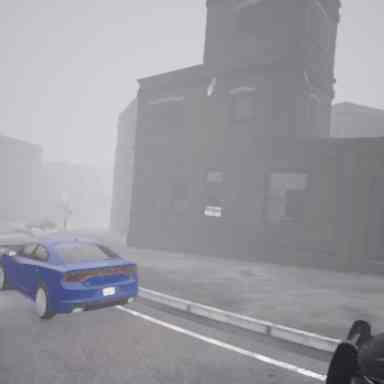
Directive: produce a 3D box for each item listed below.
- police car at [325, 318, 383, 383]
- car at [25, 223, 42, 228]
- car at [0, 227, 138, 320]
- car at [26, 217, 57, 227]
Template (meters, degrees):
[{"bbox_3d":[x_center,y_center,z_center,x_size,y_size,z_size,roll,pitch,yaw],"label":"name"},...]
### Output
[{"bbox_3d":[3.701,1.597,2.172,5.238,1.638,1.930,-1,-3,36],"label":"police car"},{"bbox_3d":[-6.938,2.110,12.731,1.812,1.442,4.674,4,-5,-36],"label":"car"},{"bbox_3d":[-3.315,1.875,8.359,1.882,1.535,5.008,4,-5,-43],"label":"car"},{"bbox_3d":[-16.887,3.550,37.462,2.033,1.411,5.357,5,-4,-4],"label":"car"}]
